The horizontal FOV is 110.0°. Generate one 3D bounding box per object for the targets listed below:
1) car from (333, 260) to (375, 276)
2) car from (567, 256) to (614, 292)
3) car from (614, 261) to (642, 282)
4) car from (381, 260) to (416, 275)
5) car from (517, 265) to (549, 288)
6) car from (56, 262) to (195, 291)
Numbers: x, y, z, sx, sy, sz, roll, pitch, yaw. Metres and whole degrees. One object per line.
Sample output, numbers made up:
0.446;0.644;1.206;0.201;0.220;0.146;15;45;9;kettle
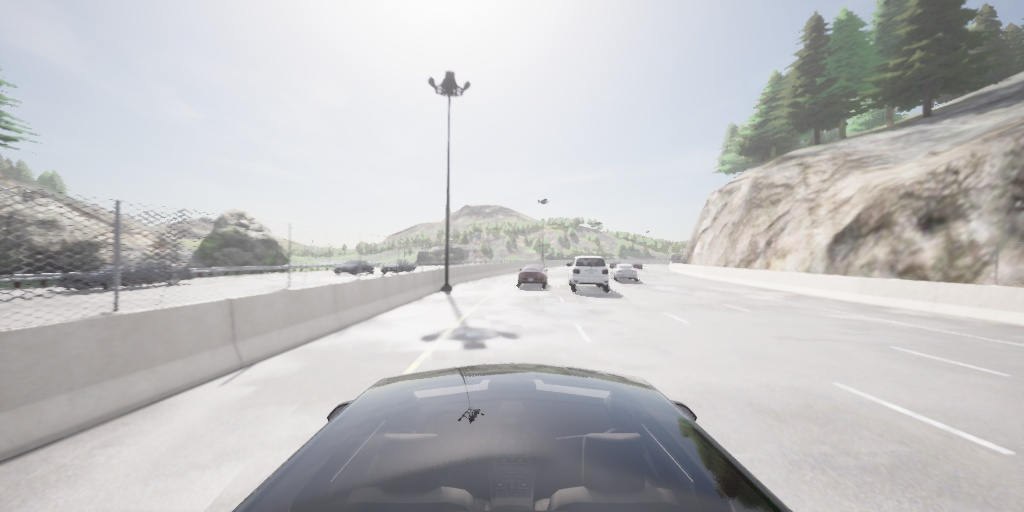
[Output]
-14.902;1.078;34.179;1.812;1.442;4.674;1;0;10;car
4.620;1.029;22.090;2.150;2.045;5.566;0;0;7;car
9.500;1.397;30.583;1.812;1.442;4.674;1;0;10;car
-11.141;1.072;35.419;1.994;1.385;4.181;1;0;10;car
1.436;1.293;24.093;1.812;1.442;4.674;1;0;7;car
-20.331;1.030;19.352;2.033;1.411;5.357;1;0;5;car
